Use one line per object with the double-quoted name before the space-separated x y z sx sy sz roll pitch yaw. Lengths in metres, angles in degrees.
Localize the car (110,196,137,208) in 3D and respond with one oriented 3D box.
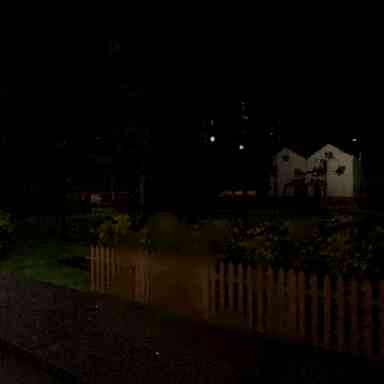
"car" -11.966 1.712 59.491 2.150 2.045 5.566 -1 -1 36
